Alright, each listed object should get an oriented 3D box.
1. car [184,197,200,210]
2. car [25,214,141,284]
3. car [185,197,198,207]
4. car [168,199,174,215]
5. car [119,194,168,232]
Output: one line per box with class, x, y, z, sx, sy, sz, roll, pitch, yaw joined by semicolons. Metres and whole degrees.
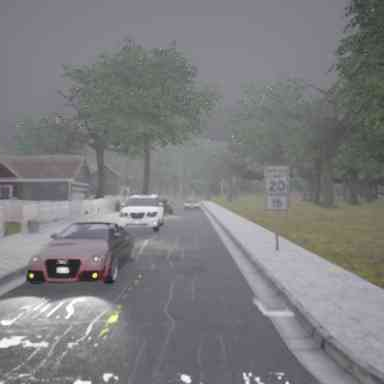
car;0.000;1.530;41.004;1.895;1.301;4.718;0;0;0
car;-2.868;1.547;9.399;1.994;1.385;4.181;0;0;0
car;-0.064;1.491;51.141;1.994;1.385;4.181;0;0;0
car;-2.876;1.428;33.686;1.882;1.535;5.008;0;0;0
car;-2.888;1.181;19.985;2.150;2.045;5.566;0;0;-1
